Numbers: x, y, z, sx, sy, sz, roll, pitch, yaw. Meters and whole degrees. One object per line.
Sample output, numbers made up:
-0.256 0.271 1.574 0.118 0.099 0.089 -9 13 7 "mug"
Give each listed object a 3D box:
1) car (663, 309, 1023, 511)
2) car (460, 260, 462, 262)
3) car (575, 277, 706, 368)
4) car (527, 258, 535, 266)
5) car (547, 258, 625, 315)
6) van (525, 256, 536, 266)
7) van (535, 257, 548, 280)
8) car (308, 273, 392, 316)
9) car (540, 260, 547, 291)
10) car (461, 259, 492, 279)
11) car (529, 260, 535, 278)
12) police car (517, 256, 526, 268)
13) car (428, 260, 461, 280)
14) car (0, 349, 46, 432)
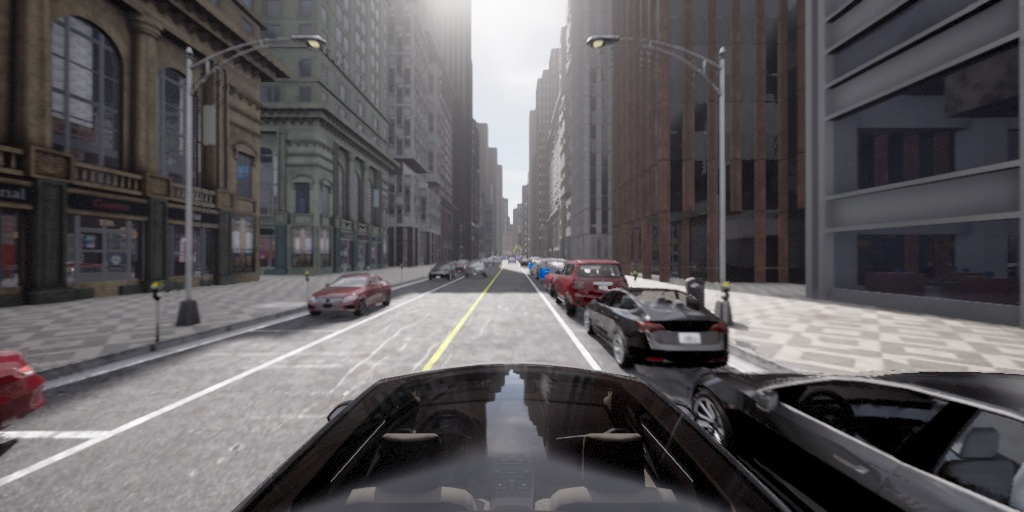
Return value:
2.763 1.315 2.022 1.948 1.339 4.313 0 0 0 "car"
-5.767 1.136 41.470 1.967 1.591 4.097 0 0 0 "car"
2.762 1.307 7.659 1.948 1.339 4.313 0 0 0 "car"
2.758 1.228 36.012 1.751 1.417 4.829 0 0 0 "car"
2.761 1.048 13.295 2.192 1.841 5.009 0 0 0 "car"
2.758 1.037 41.478 1.690 1.789 3.998 0 0 0 "van"
2.760 1.058 24.569 1.690 1.789 3.998 0 0 0 "van"
-5.764 1.315 13.288 1.802 1.307 4.207 0 0 0 "car"
2.761 1.165 18.933 1.967 1.591 4.097 0 0 0 "car"
-3.098 1.232 32.253 1.812 1.442 4.674 0 0 0 "car"
2.759 1.260 30.206 2.007 1.370 4.403 0 0 0 "car"
2.359 1.101 61.204 1.930 1.638 5.238 0 0 0 "police car"
-5.766 1.275 30.198 1.948 1.339 4.313 0 0 0 "car"
-5.762 1.332 2.016 1.802 1.307 4.207 0 0 0 "car"
